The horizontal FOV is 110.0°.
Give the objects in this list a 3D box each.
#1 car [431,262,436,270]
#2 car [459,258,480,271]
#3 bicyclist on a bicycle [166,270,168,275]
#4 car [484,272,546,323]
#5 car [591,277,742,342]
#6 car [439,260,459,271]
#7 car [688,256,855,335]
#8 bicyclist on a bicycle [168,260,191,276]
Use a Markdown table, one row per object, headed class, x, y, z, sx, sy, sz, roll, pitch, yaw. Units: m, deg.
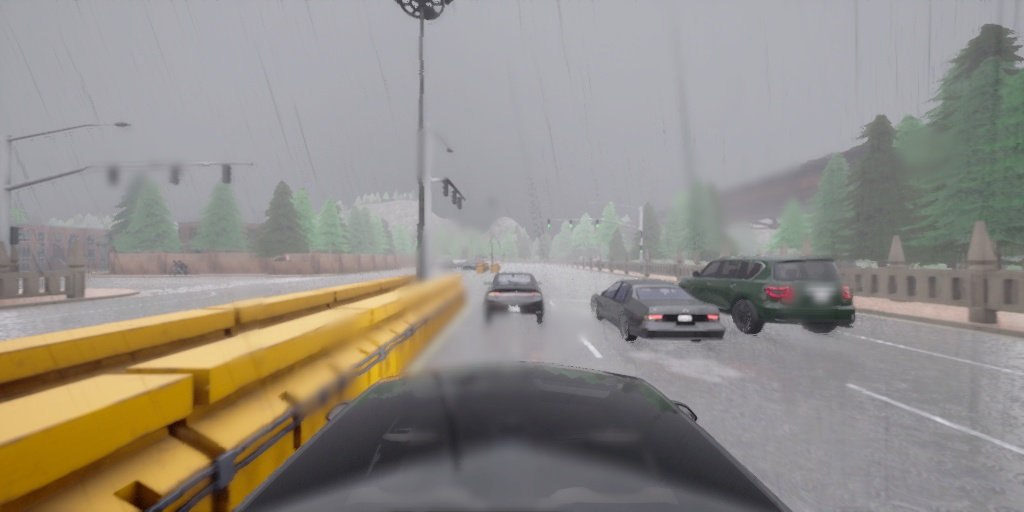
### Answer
| class | x | y | z | sx | sy | sz | roll | pitch | yaw |
| --- | --- | --- | --- | --- | --- | --- | --- | --- | --- |
| car | -13.892 | 1.655 | 59.323 | 1.812 | 1.442 | 4.674 | 0 | 0 | 1 |
| car | -6.898 | 1.478 | 58.839 | 2.097 | 1.767 | 4.553 | 0 | 0 | 1 |
| bicyclist on a bicycle | -36.274 | 1.293 | 38.705 | 1.656 | 1.620 | 0.582 | 0 | 0 | -23 |
| car | 0.040 | 1.312 | 12.455 | 2.128 | 1.511 | 4.902 | 0 | 0 | -1 |
| car | 3.597 | 1.352 | 9.930 | 2.033 | 1.411 | 5.357 | 0 | 0 | 0 |
| car | -10.398 | 1.478 | 58.848 | 2.097 | 1.767 | 4.553 | 0 | 0 | 1 |
| car | 7.101 | 1.033 | 10.903 | 2.150 | 2.045 | 5.566 | 0 | 0 | 0 |
| bicyclist on a bicycle | -35.356 | 1.291 | 38.345 | 1.656 | 1.620 | 0.582 | 0 | 0 | -30 |
